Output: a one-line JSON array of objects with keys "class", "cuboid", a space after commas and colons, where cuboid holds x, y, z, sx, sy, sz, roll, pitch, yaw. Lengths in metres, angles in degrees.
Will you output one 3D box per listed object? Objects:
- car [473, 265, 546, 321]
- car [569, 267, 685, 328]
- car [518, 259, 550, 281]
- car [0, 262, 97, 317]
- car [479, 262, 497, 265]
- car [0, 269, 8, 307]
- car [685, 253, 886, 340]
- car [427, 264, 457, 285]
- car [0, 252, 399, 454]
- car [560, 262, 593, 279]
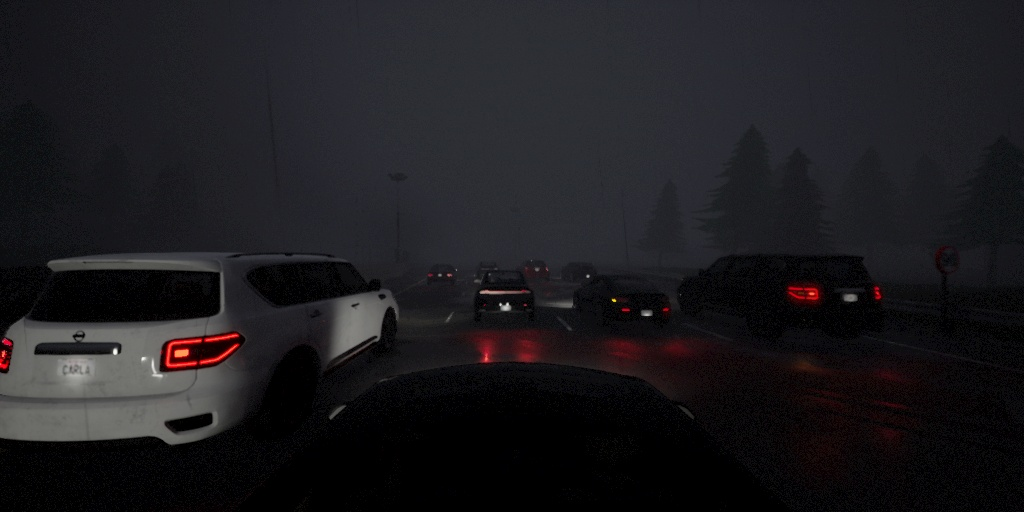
[{"class": "car", "cuboid": [-0.308, 1.228, 12.406, 2.128, 1.511, 4.902, 0, 0, -3]}, {"class": "car", "cuboid": [3.265, 1.256, 11.276, 1.812, 1.442, 4.674, 0, 0, -3]}, {"class": "car", "cuboid": [1.606, 1.061, 29.060, 2.097, 1.767, 4.553, 0, 0, -8]}, {"class": "car", "cuboid": [-17.833, 1.125, 12.291, 2.097, 1.767, 4.553, 0, 0, -3]}, {"class": "car", "cuboid": [-2.077, 1.206, 30.220, 2.128, 1.511, 4.902, 0, 0, -8]}, {"class": "car", "cuboid": [-21.322, 1.278, 11.993, 2.128, 1.511, 4.902, 0, 0, -3]}, {"class": "car", "cuboid": [6.842, 0.946, 10.035, 2.150, 2.045, 5.566, 0, 0, -2]}, {"class": "car", "cuboid": [-4.957, 1.275, 25.647, 2.033, 1.411, 5.357, 0, 0, -7]}, {"class": "car", "cuboid": [-3.506, 0.973, 5.525, 2.150, 2.045, 5.566, 0, 0, -1]}, {"class": "car", "cuboid": [5.225, 1.207, 28.470, 1.837, 1.490, 4.892, 0, 0, -7]}]
